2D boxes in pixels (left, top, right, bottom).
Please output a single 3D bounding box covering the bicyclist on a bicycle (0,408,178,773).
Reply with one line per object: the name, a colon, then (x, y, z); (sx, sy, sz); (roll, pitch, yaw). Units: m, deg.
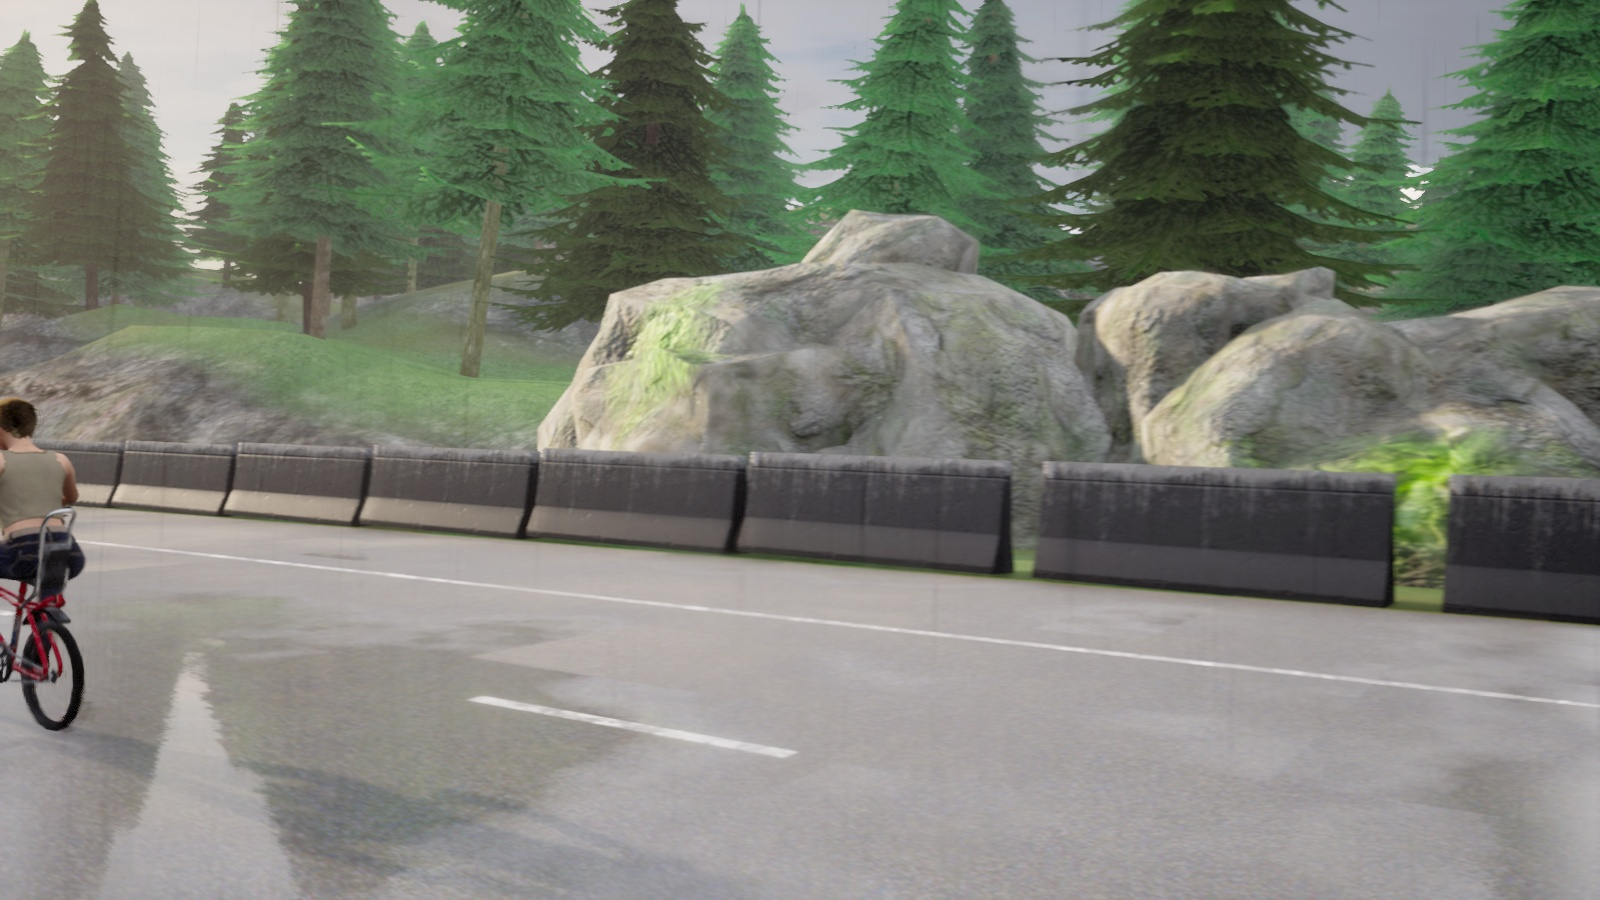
bicyclist on a bicycle: (-3.960, 0.616, 6.284); (1.509, 1.612, 0.866); (0, 1, 34)
